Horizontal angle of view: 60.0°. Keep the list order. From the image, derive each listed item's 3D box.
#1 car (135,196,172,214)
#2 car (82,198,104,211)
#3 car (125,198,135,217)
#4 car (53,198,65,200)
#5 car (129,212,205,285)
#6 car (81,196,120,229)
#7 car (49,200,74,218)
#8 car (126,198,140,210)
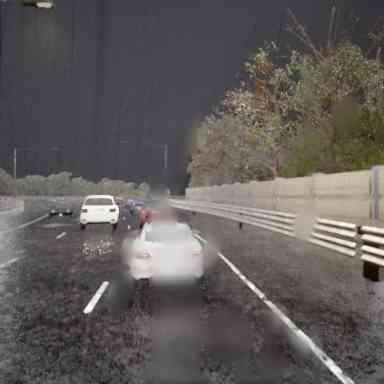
[{"bbox_3d":[-2.520,1.386,22.110,2.097,1.767,4.553,0,0,-11],"label":"car"},{"bbox_3d":[-12.953,1.565,43.358,2.128,1.511,4.902,0,0,-23],"label":"car"},{"bbox_3d":[-5.122,1.544,32.522,2.128,1.511,4.902,0,0,-14],"label":"car"},{"bbox_3d":[-19.890,1.581,49.544,2.128,1.511,4.902,0,0,-28],"label":"car"},{"bbox_3d":[-0.735,1.540,9.452,1.812,1.442,4.674,0,0,-6],"label":"car"},{"bbox_3d":[-5.976,1.258,21.938,2.150,2.045,5.566,0,0,-12],"label":"car"},{"bbox_3d":[-11.777,1.655,30.320,1.895,1.301,4.718,0,0,-17],"label":"car"},{"bbox_3d":[-8.116,1.598,45.382,1.812,1.442,4.674,0,0,-11],"label":"car"}]
